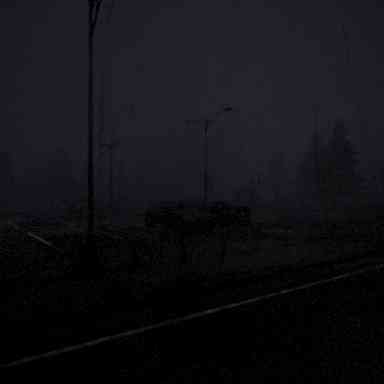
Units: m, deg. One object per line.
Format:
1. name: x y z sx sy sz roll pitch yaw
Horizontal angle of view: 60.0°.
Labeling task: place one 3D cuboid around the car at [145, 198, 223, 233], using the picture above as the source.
1. car: -0.808 1.337 19.187 2.152 1.636 5.027 0 0 -36

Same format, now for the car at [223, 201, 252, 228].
1. car: 1.704 1.347 21.067 2.007 1.523 4.514 0 0 -36

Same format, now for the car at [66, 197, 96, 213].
1. car: -11.618 1.391 34.405 1.970 1.475 3.806 0 0 -36

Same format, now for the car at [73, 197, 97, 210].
1. car: -13.548 1.383 42.165 1.845 1.501 3.633 0 0 -36
